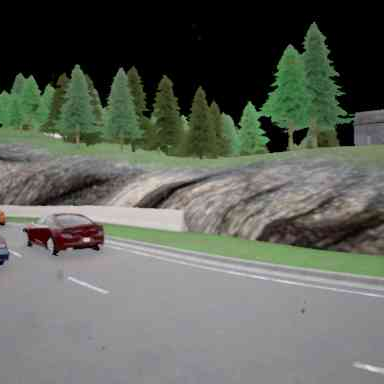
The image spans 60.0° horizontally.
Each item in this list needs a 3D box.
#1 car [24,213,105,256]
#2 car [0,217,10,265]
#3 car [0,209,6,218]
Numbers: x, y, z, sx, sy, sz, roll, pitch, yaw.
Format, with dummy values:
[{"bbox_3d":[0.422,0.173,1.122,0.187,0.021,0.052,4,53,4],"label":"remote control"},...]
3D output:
[{"bbox_3d":[-5.532,1.618,14.053,1.882,1.535,5.008,0,0,-42],"label":"car"},{"bbox_3d":[-7.781,1.682,11.320,2.033,1.411,5.357,0,-1,-42],"label":"car"},{"bbox_3d":[-15.910,1.638,24.773,4.553,1.767,2.097,-1,-1,35],"label":"car"}]
